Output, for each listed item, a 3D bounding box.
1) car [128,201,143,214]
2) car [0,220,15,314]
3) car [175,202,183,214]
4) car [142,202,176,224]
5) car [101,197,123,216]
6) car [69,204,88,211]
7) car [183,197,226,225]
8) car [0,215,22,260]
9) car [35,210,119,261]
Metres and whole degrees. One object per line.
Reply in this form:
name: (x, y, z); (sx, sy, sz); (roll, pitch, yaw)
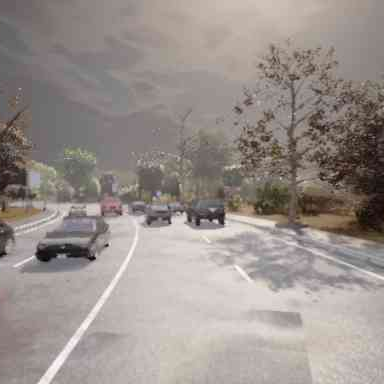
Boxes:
car: (-7.000, 1.917, 42.472); (1.837, 1.490, 4.892); (0, 0, -18)
car: (-3.712, 1.268, 2.432); (2.150, 2.045, 5.566); (0, -1, -1)
car: (-2.399, 1.873, 39.620); (2.033, 1.411, 5.357); (-1, 0, -17)
car: (-2.803, 1.743, 26.966); (1.837, 1.490, 4.892); (-1, 0, -11)
car: (-9.107, 1.619, 37.684); (2.150, 2.045, 5.566); (-1, -1, -17)
car: (-12.353, 2.038, 36.312); (1.895, 1.301, 4.718); (-1, -1, -16)
car: (0.983, 1.409, 25.998); (2.150, 2.045, 5.566); (-1, 0, -11)
car: (-7.702, 1.660, 11.197); (1.837, 1.490, 4.892); (-1, -1, -6)
car: (-4.370, 1.688, 13.168); (2.033, 1.411, 5.357); (-1, -1, -6)
